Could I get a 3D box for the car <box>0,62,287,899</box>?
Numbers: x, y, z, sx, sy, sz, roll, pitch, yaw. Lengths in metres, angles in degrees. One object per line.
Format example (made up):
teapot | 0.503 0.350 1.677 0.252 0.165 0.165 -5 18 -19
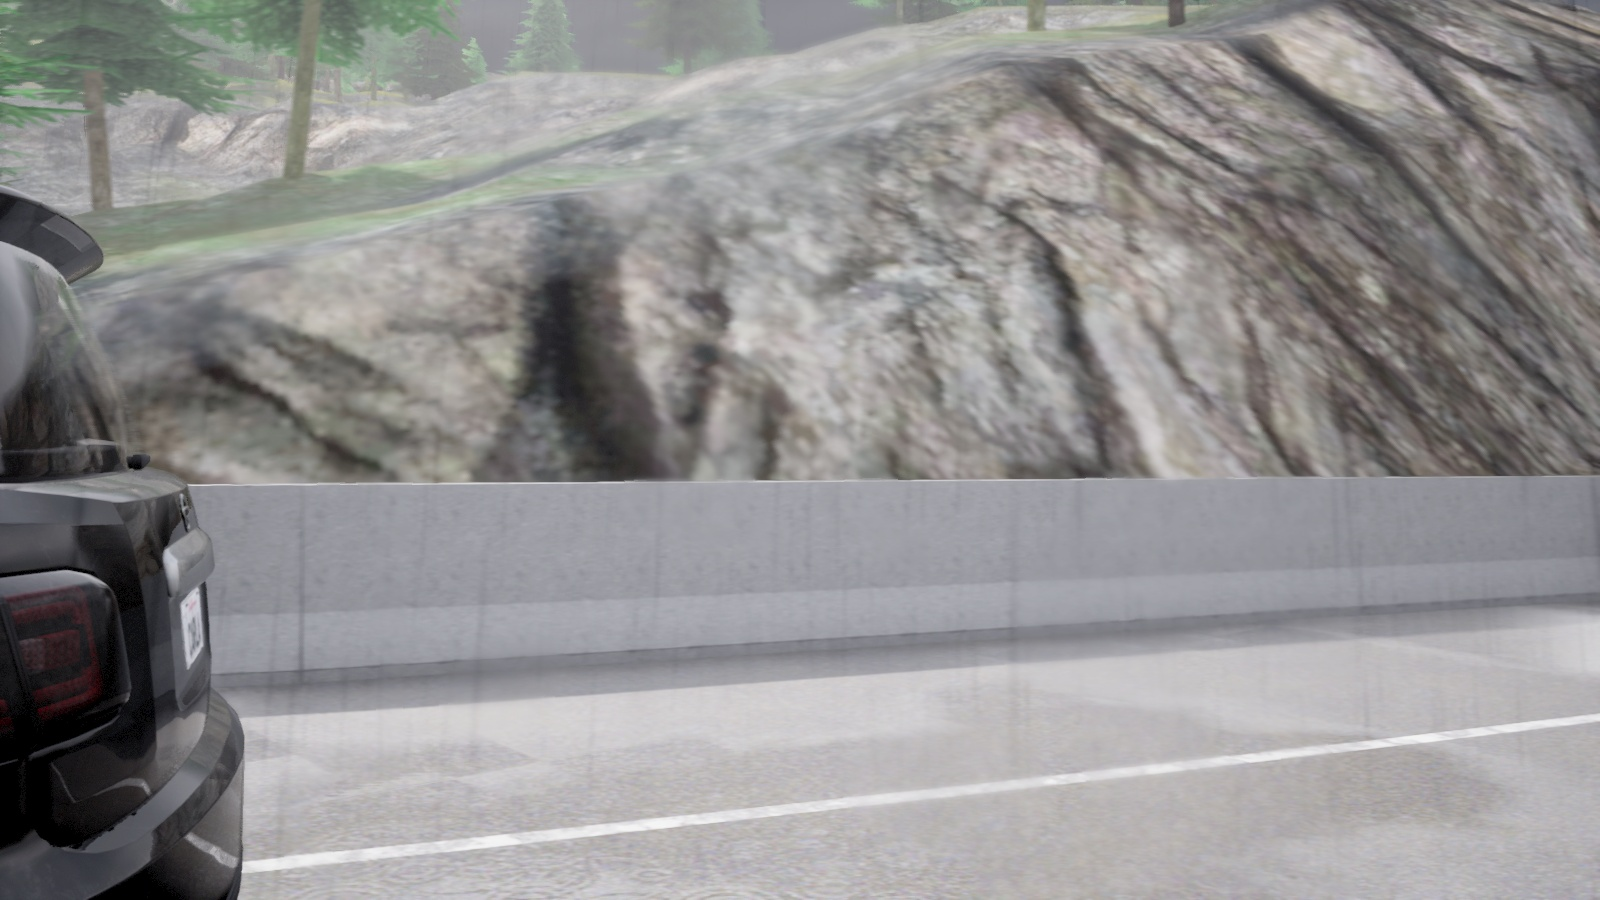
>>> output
car | -3.798 0.537 1.805 5.566 2.045 2.150 -1 1 -20
